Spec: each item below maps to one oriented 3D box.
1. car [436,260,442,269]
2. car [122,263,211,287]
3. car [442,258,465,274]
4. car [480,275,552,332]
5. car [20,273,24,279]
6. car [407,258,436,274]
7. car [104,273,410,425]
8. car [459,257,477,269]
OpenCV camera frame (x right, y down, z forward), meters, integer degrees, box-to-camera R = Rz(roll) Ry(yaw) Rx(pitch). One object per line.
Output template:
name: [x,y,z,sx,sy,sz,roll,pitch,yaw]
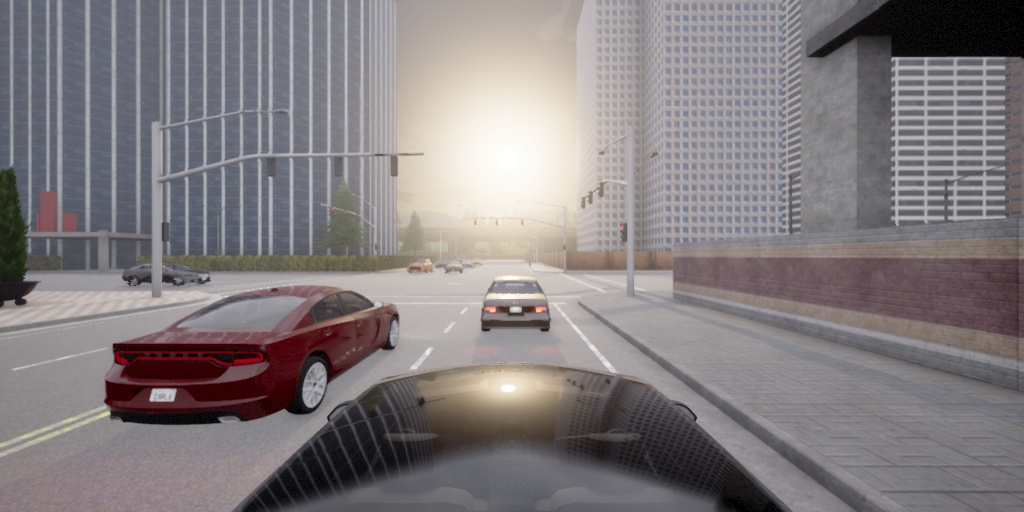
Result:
car: [-10.535,1.276,55.547,1.994,1.385,4.181,0,0,0]
car: [-22.789,1.224,23.758,4.902,1.511,2.128,0,0,1]
car: [-6.513,1.249,40.405,1.812,1.442,4.674,0,0,-6]
car: [0.092,1.291,10.842,2.033,1.411,5.357,0,0,0]
car: [-40.286,1.085,27.155,4.553,1.767,2.097,0,0,0]
car: [-10.557,1.074,41.362,2.097,1.767,4.553,0,0,0]
car: [-3.439,1.225,6.030,1.882,1.535,5.008,0,0,0]
car: [-7.032,1.239,55.801,1.812,1.442,4.674,0,0,0]
